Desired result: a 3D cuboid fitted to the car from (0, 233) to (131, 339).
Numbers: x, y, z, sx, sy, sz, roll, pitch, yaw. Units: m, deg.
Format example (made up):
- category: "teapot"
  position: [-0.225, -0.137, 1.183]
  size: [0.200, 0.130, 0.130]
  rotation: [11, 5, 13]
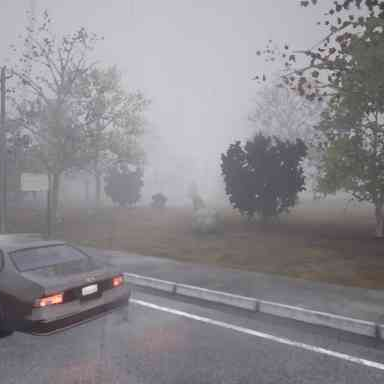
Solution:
- category: "car"
  position: [-3.614, 1.547, 6.558]
  size: [5.357, 1.411, 2.033]
  rotation: [0, 0, 35]
